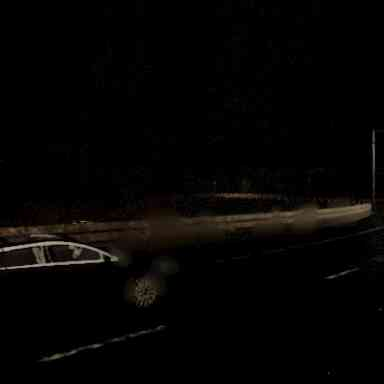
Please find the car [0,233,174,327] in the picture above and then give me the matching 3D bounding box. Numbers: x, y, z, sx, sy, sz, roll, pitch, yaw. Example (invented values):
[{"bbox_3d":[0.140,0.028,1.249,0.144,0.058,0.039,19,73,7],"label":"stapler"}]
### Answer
[{"bbox_3d":[-2.654,1.548,6.326,4.902,1.511,2.128,0,-1,-36],"label":"car"}]
